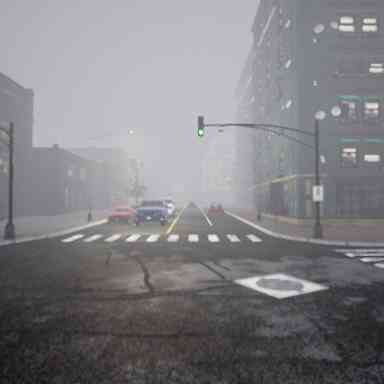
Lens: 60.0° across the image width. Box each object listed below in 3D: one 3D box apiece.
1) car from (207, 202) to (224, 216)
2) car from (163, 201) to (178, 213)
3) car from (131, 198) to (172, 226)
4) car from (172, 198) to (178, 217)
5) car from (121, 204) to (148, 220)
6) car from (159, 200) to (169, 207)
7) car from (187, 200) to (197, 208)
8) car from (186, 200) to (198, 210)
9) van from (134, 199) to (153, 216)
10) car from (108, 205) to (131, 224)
[{"bbox_3d":[2.726,1.899,39.170,1.967,1.590,4.097,1,-1,0],"label":"car"},{"bbox_3d":[-3.060,2.079,47.245,1.812,1.442,4.674,0,-1,0],"label":"car"},{"bbox_3d":[-3.076,1.530,26.306,2.150,2.045,5.566,0,-1,0],"label":"car"},{"bbox_3d":[-3.070,1.654,36.787,2.150,2.045,5.566,0,-1,0],"label":"car"},{"bbox_3d":[-5.659,1.937,33.426,1.887,1.381,4.507,1,-1,0],"label":"car"},{"bbox_3d":[-5.641,2.374,67.544,1.802,1.307,4.206,1,-1,0],"label":"car"},{"bbox_3d":[0.035,2.279,65.834,1.837,1.490,4.892,0,-1,0],"label":"car"},{"bbox_3d":[0.030,2.180,55.827,1.812,1.442,4.674,0,-1,0],"label":"car"},{"bbox_3d":[-5.652,1.800,39.116,1.690,1.788,3.998,1,-1,0],"label":"van"},{"bbox_3d":[-5.738,1.871,27.745,1.887,1.381,4.507,1,-1,0],"label":"car"}]
